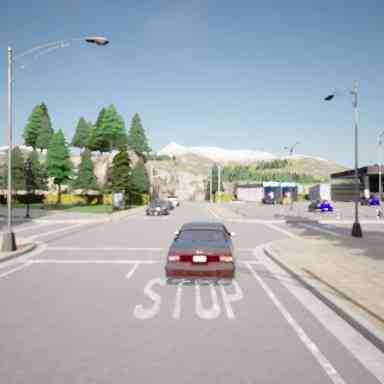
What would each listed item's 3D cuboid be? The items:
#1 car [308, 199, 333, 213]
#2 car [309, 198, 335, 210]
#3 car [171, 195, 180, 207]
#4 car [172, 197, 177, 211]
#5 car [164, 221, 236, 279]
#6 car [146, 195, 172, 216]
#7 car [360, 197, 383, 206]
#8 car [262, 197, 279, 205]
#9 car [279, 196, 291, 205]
[{"bbox_3d":[14.010,1.559,36.574,1.845,1.501,3.633,0,0,0],"label":"car"},{"bbox_3d":[17.074,1.607,43.960,1.970,1.475,3.806,0,0,0],"label":"car"},{"bbox_3d":[-3.450,1.527,59.549,2.150,2.045,5.566,0,-1,2],"label":"car"},{"bbox_3d":[-3.523,1.795,45.428,1.994,1.385,4.181,0,0,0],"label":"car"},{"bbox_3d":[0.356,1.600,10.176,2.033,1.411,5.357,0,0,4],"label":"car"},{"bbox_3d":[-3.544,1.530,34.804,2.097,1.767,4.553,0,0,0],"label":"car"},{"bbox_3d":[29.191,1.597,54.815,1.845,1.501,3.633,0,0,0],"label":"car"},{"bbox_3d":[14.296,1.657,62.607,2.007,1.523,4.514,0,0,0],"label":"car"},{"bbox_3d":[17.433,1.648,62.623,2.152,1.636,5.027,0,0,0],"label":"car"}]
